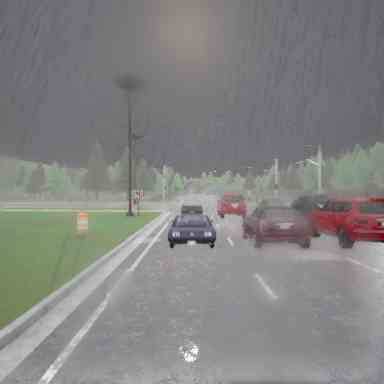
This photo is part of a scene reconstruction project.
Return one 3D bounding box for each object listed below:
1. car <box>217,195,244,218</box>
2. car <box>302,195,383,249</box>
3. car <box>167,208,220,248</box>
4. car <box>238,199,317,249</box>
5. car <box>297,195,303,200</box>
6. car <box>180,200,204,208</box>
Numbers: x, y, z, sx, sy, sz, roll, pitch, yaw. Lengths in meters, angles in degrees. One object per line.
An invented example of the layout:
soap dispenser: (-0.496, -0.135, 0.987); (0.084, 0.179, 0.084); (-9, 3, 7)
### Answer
car: (3.500, 1.255, 29.680); (2.150, 2.045, 5.566); (0, 0, 0)
car: (7.000, 1.255, 14.680); (2.150, 2.045, 5.566); (0, 0, 0)
car: (0.000, 1.613, 14.680); (1.895, 1.301, 4.718); (0, 0, 0)
car: (3.500, 1.363, 14.620); (2.097, 1.767, 4.553); (0, 0, 0)
car: (10.500, 1.255, 29.680); (2.150, 2.045, 5.566); (0, 0, 0)
car: (0.000, 1.482, 29.650); (1.882, 1.535, 5.008); (0, 0, 0)
